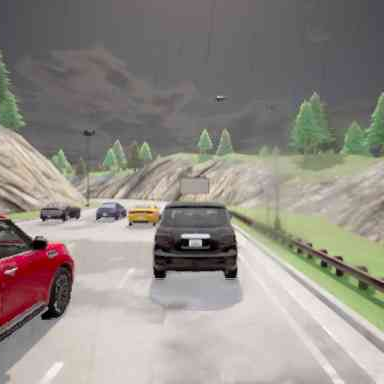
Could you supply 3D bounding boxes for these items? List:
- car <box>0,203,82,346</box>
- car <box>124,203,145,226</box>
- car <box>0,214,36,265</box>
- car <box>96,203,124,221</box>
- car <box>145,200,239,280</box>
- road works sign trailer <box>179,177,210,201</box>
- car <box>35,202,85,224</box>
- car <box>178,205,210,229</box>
[{"bbox_3d":[-3.402,1.239,4.257,2.150,2.045,5.566,0,0,0],"label":"car"},{"bbox_3d":[-3.411,1.575,24.560,1.882,1.535,5.008,0,0,0],"label":"car"},{"bbox_3d":[-6.905,1.567,10.451,1.812,1.442,4.674,0,0,0],"label":"car"},{"bbox_3d":[-6.933,1.640,28.717,1.812,1.442,4.674,0,0,0],"label":"car"},{"bbox_3d":[0.094,1.263,10.279,2.150,2.045,5.566,0,0,0],"label":"car"},{"bbox_3d":[0.204,0.569,26.433,2.380,3.560,2.880,0,0,0],"label":"road works sign trailer"},{"bbox_3d":[-10.413,1.598,26.722,2.128,1.511,4.902,0,0,0],"label":"car"},{"bbox_3d":[0.121,1.649,22.932,1.994,1.385,4.181,0,0,-1],"label":"car"}]
